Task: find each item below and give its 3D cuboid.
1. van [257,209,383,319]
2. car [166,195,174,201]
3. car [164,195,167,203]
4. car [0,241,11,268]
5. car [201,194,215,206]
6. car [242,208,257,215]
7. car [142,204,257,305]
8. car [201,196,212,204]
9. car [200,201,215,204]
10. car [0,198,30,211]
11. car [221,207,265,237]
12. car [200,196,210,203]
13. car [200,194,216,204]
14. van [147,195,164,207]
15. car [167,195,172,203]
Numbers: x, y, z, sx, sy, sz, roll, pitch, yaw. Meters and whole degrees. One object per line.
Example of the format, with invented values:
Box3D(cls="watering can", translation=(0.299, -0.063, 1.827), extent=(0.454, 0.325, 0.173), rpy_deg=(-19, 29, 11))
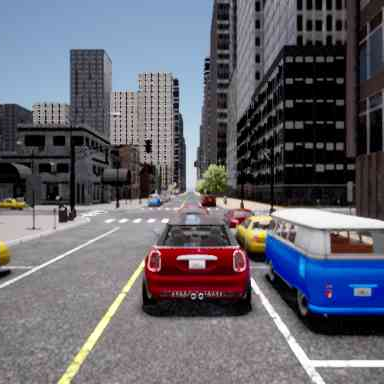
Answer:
Box3D(cls="van", translation=(2.679, 1.329, 7.073), extent=(1.690, 1.788, 3.998), rpy_deg=(0, 0, 0))
Box3D(cls="car", translation=(-5.807, 1.519, 89.273), extent=(1.752, 1.417, 4.829), rpy_deg=(0, 0, 0))
Box3D(cls="car", translation=(-5.765, 1.408, 56.299), extent=(1.967, 1.590, 4.097), rpy_deg=(0, 0, 0))
Box3D(cls="car", translation=(-5.701, 1.513, 6.893), extent=(1.752, 1.417, 4.829), rpy_deg=(0, 0, 0))
Box3D(cls="car", translation=(2.615, 1.283, 56.312), extent=(2.192, 1.841, 5.009), rpy_deg=(0, 0, 0))
Box3D(cls="car", translation=(2.671, 1.504, 12.908), extent=(1.752, 1.417, 4.829), rpy_deg=(0, 0, 0))
Box3D(cls="car", translation=(0.089, 1.338, 8.213), extent=(2.097, 1.767, 4.553), rpy_deg=(0, 0, 0))
Box3D(cls="car", translation=(2.609, 1.514, 61.836), extent=(1.887, 1.381, 4.507), rpy_deg=(0, 0, 0))
Box3D(cls="car", translation=(0.078, 1.451, 17.419), extent=(1.882, 1.535, 5.008), rpy_deg=(0, 0, 0))
Box3D(cls="car", translation=(-21.458, 1.402, 38.587), extent=(4.829, 1.417, 1.752), rpy_deg=(0, 0, 0))
Box3D(cls="car", translation=(2.664, 1.555, 18.401), extent=(1.802, 1.307, 4.206), rpy_deg=(0, 0, 0))
Box3D(cls="car", translation=(2.602, 1.539, 67.361), extent=(1.947, 1.339, 4.313), rpy_deg=(0, 0, 0))
Box3D(cls="car", translation=(2.622, 1.281, 50.788), extent=(2.192, 1.841, 5.009), rpy_deg=(0, 0, 0))
Box3D(cls="van", translation=(-5.758, 1.307, 50.775), extent=(1.690, 1.788, 3.998), rpy_deg=(0, 0, 0))
Box3D(cls="car", translation=(-5.779, 1.413, 67.348), extent=(1.967, 1.590, 4.097), rpy_deg=(0, 0, 0))
